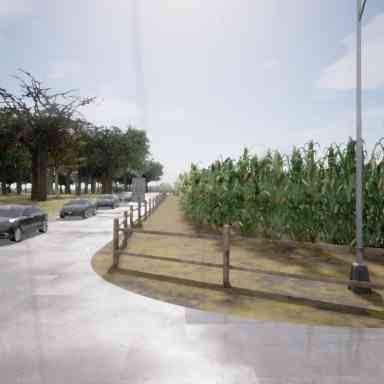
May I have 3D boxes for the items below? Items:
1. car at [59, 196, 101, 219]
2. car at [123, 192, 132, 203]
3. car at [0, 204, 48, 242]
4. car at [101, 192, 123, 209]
[{"bbox_3d":[-8.798,1.212,26.043,1.837,1.490,4.892,1,1,-3],"label":"car"},{"bbox_3d":[-9.674,0.732,48.675,2.128,1.511,4.902,1,1,-2],"label":"car"},{"bbox_3d":[-8.358,1.356,15.561,1.837,1.490,4.892,1,0,-3],"label":"car"},{"bbox_3d":[-9.221,1.017,36.402,1.837,1.490,4.892,1,1,-2],"label":"car"}]
